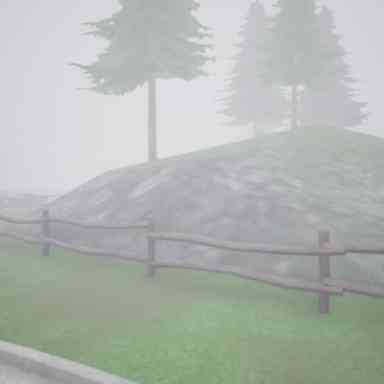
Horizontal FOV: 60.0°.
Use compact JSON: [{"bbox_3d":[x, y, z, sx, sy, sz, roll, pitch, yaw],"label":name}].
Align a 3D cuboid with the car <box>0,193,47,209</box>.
[{"bbox_3d":[-15.886,0.805,30.857,1.895,1.301,4.718,0,2,19],"label":"car"}]
